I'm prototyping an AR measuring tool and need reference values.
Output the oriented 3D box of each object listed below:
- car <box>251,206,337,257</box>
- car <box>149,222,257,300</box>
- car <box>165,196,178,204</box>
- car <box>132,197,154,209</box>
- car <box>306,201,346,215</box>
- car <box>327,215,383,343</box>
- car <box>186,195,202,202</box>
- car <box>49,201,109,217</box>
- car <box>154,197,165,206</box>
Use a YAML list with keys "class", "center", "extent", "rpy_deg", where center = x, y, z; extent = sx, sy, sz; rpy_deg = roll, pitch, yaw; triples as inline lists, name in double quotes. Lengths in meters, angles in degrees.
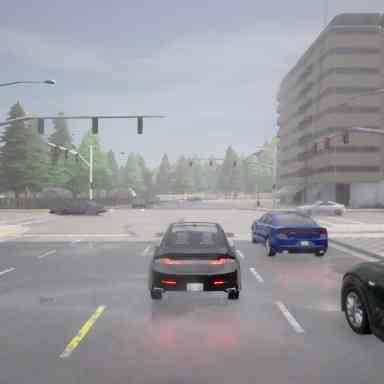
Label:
- class: "car"
  center: [3.588, 1.478, 13.034]
  extent: [1.882, 1.535, 5.008]
  rpy_deg: [0, 0, 0]
- class: "car"
  center: [0.068, 1.491, 8.389]
  extent: [2.128, 1.511, 4.902]
  rpy_deg: [0, 0, 0]
- class: "car"
  center: [-4.328, 1.526, 66.037]
  extent: [1.812, 1.442, 4.674]
  rpy_deg: [0, 0, 19]
- class: "car"
  center: [-7.021, 1.547, 46.592]
  extent: [2.033, 1.411, 5.357]
  rpy_deg: [0, 0, 1]
- class: "car"
  center: [12.245, 1.581, 31.791]
  extent: [4.674, 1.442, 1.812]
  rpy_deg: [0, 0, -4]
- class: "car"
  center: [3.601, 1.352, 3.883]
  extent: [2.097, 1.767, 4.553]
  rpy_deg: [0, 0, 0]
- class: "car"
  center: [0.533, 1.524, 76.000]
  extent: [1.812, 1.442, 4.674]
  rpy_deg: [0, 0, 34]
- class: "car"
  center: [-10.764, 1.590, 31.957]
  extent: [5.357, 1.411, 2.033]
  rpy_deg: [0, 0, 0]
- class: "car"
  center: [-6.388, 1.564, 56.528]
  extent: [1.994, 1.385, 4.181]
  rpy_deg: [0, 0, 5]
